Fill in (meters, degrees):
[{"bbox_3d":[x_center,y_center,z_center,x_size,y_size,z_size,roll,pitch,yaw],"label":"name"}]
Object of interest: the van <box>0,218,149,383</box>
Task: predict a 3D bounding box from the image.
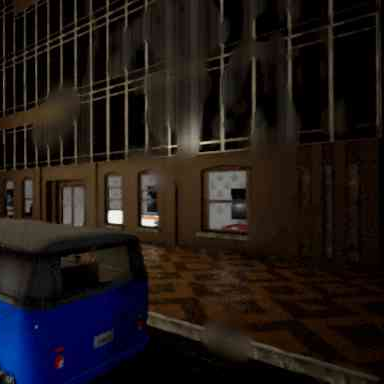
[{"bbox_3d":[-2.443,1.324,4.630,3.998,1.788,1.690,0,0,36],"label":"van"}]
